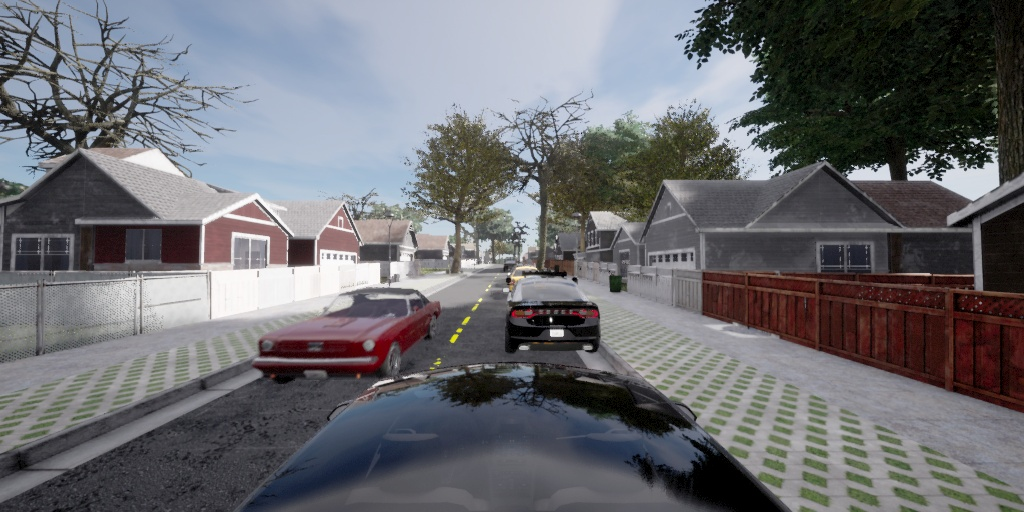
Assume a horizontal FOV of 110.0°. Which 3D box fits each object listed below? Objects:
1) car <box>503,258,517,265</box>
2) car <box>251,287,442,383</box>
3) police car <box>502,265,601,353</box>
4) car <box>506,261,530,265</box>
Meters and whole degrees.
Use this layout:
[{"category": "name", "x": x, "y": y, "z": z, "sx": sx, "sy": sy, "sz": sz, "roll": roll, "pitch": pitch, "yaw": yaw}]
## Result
[{"category": "car", "x": -0.202, "y": 1.345, "z": 49.559, "sx": 1.882, "sy": 1.535, "sz": 5.008, "roll": 0, "pitch": 0, "yaw": 0}, {"category": "car", "x": -2.777, "y": 1.355, "z": 7.250, "sx": 1.895, "sy": 1.301, "sz": 4.718, "roll": 0, "pitch": 0, "yaw": 0}, {"category": "police car", "x": 0.791, "y": 1.181, "z": 9.011, "sx": 1.930, "sy": 1.638, "sz": 5.238, "roll": 0, "pitch": 0, "yaw": 0}, {"category": "car", "x": 0.737, "y": 1.221, "z": 19.098, "sx": 1.801, "sy": 1.575, "sz": 5.366, "roll": 0, "pitch": 0, "yaw": 0}]
